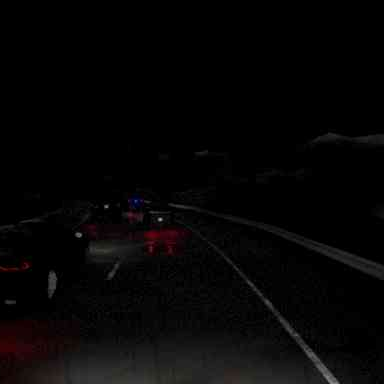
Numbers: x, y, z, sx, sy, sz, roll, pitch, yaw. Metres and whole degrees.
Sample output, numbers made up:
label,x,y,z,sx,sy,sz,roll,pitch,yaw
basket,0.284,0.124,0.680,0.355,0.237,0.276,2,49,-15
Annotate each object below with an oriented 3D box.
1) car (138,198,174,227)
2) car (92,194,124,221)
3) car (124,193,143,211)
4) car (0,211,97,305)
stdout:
label,x,y,z,sx,sy,sz,roll,pitch,yaw
car,-2.338,1.435,22.374,2.128,1.511,4.902,0,0,-10
car,-6.790,1.162,26.591,2.150,2.045,5.566,0,0,-13
car,-7.285,1.128,40.353,2.150,2.045,5.566,0,0,-20
car,-3.889,1.463,8.089,1.882,1.535,5.008,0,0,-4
